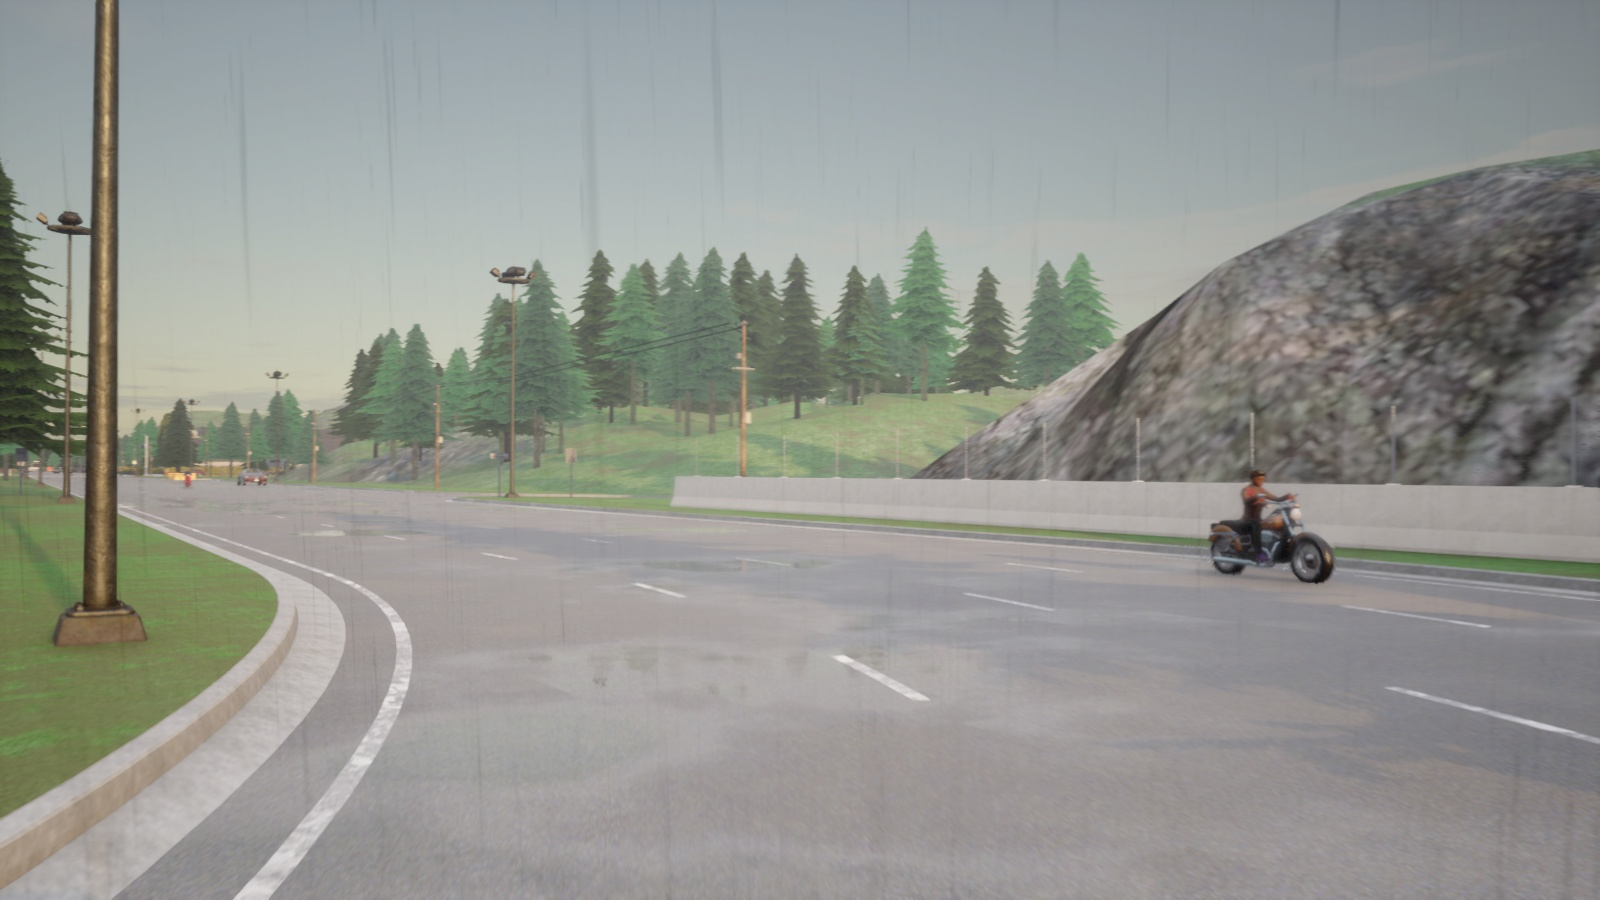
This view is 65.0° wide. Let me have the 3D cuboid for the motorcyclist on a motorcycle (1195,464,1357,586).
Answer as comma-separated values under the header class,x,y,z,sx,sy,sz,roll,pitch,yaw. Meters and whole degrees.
class,x,y,z,sx,sy,sz,roll,pitch,yaw
motorcyclist on a motorcycle,6.884,1.038,18.329,0.766,1.649,2.350,-1,0,-23
